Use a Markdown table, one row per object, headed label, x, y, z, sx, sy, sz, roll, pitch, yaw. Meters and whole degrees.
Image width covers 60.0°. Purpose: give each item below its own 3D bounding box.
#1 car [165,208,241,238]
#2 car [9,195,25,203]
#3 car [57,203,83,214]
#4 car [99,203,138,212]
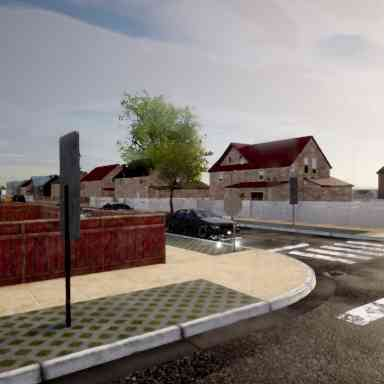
| label | x | y | z | sx | sy | sz | roll | pitch | yaw |
| --- | --- | --- | --- | --- | --- | --- | --- | --- | --- |
| car | 0.250 | 1.639 | 18.582 | 2.033 | 1.411 | 5.357 | -1 | 0 | -37 |
| car | -40.703 | 1.645 | 78.060 | 2.150 | 2.045 | 5.566 | -1 | 0 | -37 |
| car | -13.704 | 1.711 | 37.259 | 1.837 | 1.490 | 4.892 | -1 | 2 | -37 |
| car | -5.972 | 1.650 | 26.900 | 1.837 | 1.490 | 4.892 | -1 | 0 | -37 |
